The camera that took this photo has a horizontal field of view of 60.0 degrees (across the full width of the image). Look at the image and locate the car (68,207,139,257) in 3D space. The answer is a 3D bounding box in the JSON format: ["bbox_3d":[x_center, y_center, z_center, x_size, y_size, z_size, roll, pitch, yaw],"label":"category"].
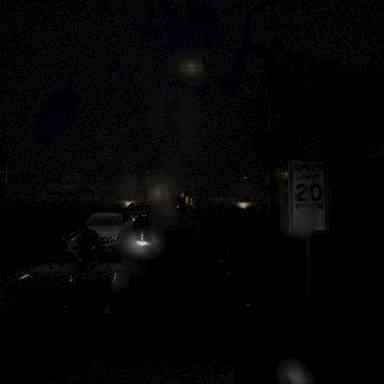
[{"bbox_3d":[-3.386,1.542,13.212,1.812,1.442,4.674,0,0,-3],"label":"car"}]

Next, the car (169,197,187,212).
[{"bbox_3d":[-1.661,1.661,39.744,1.994,1.385,4.181,0,0,-1],"label":"car"}]

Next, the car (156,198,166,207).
[{"bbox_3d":[-5.374,1.760,56.978,2.033,1.411,5.357,0,-1,-2],"label":"car"}]

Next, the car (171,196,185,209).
[{"bbox_3d":[-2.097,1.506,49.574,2.097,1.767,4.553,0,0,-3],"label":"car"}]

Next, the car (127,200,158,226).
[{"bbox_3d":[-3.862,1.533,23.802,2.128,1.511,4.902,0,0,-2],"label":"car"}]

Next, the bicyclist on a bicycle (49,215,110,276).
[{"bbox_3d":[-3.056,1.463,9.063,1.656,1.620,0.582,-1,0,-3],"label":"bicyclist on a bicycle"}]
